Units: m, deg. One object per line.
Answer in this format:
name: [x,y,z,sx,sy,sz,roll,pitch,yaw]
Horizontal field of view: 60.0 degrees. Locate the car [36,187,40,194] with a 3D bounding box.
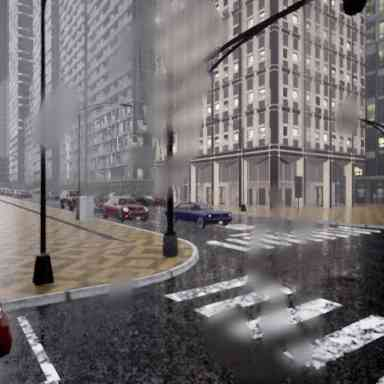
car: [-36.657,-0.350,81.655,2.192,1.841,5.009,1,0,-36]

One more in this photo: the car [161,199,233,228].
car: [0.322,1.320,20.014,1.895,1.301,4.718,0,1,-35]

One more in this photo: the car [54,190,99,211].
car: [-10.971,0.732,31.387,2.192,1.841,5.009,1,0,-36]

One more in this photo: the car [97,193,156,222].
car: [-4.483,1.072,22.324,1.967,1.590,4.097,1,0,-36]

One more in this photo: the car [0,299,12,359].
car: [-4.304,1.440,3.492,4.097,1.590,1.967,0,0,-35]

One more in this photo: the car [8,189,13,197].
car: [-30.447,0.324,58.581,2.008,1.369,4.403,1,0,-36]

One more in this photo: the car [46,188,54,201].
car: [-20.398,0.599,49.143,2.033,1.411,5.357,0,1,-36]

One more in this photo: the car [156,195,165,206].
car: [-4.200,0.988,36.317,1.802,1.307,4.206,1,0,-36]

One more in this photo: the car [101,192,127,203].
car: [-10.790,0.714,45.524,1.752,1.417,4.829,1,0,-36]

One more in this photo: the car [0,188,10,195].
car: [-43.428,-0.109,76.710,1.887,1.381,4.507,1,0,-36]

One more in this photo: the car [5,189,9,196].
car: [-33.693,0.211,63.113,1.887,1.381,4.507,1,0,-36]

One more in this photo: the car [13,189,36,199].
car: [-27.202,0.426,54.049,1.887,1.381,4.507,1,0,-36]

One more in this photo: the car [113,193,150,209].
car: [-6.462,0.882,35.004,1.882,1.535,5.008,0,1,-36]

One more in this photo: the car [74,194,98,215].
car: [-7.733,1.106,26.856,1.802,1.307,4.206,1,0,-36]

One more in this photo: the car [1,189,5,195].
car: [-36.938,0.111,67.645,2.008,1.369,4.403,1,0,-36]

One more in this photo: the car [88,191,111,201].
car: [-13.939,0.650,49.920,1.947,1.339,4.313,1,0,-36]

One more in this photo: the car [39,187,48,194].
car: [-33.416,-0.014,77.122,1.887,1.381,4.507,1,0,-36]

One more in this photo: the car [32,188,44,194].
car: [-39.910,-0.206,86.190,1.947,1.339,4.313,1,0,-36]
